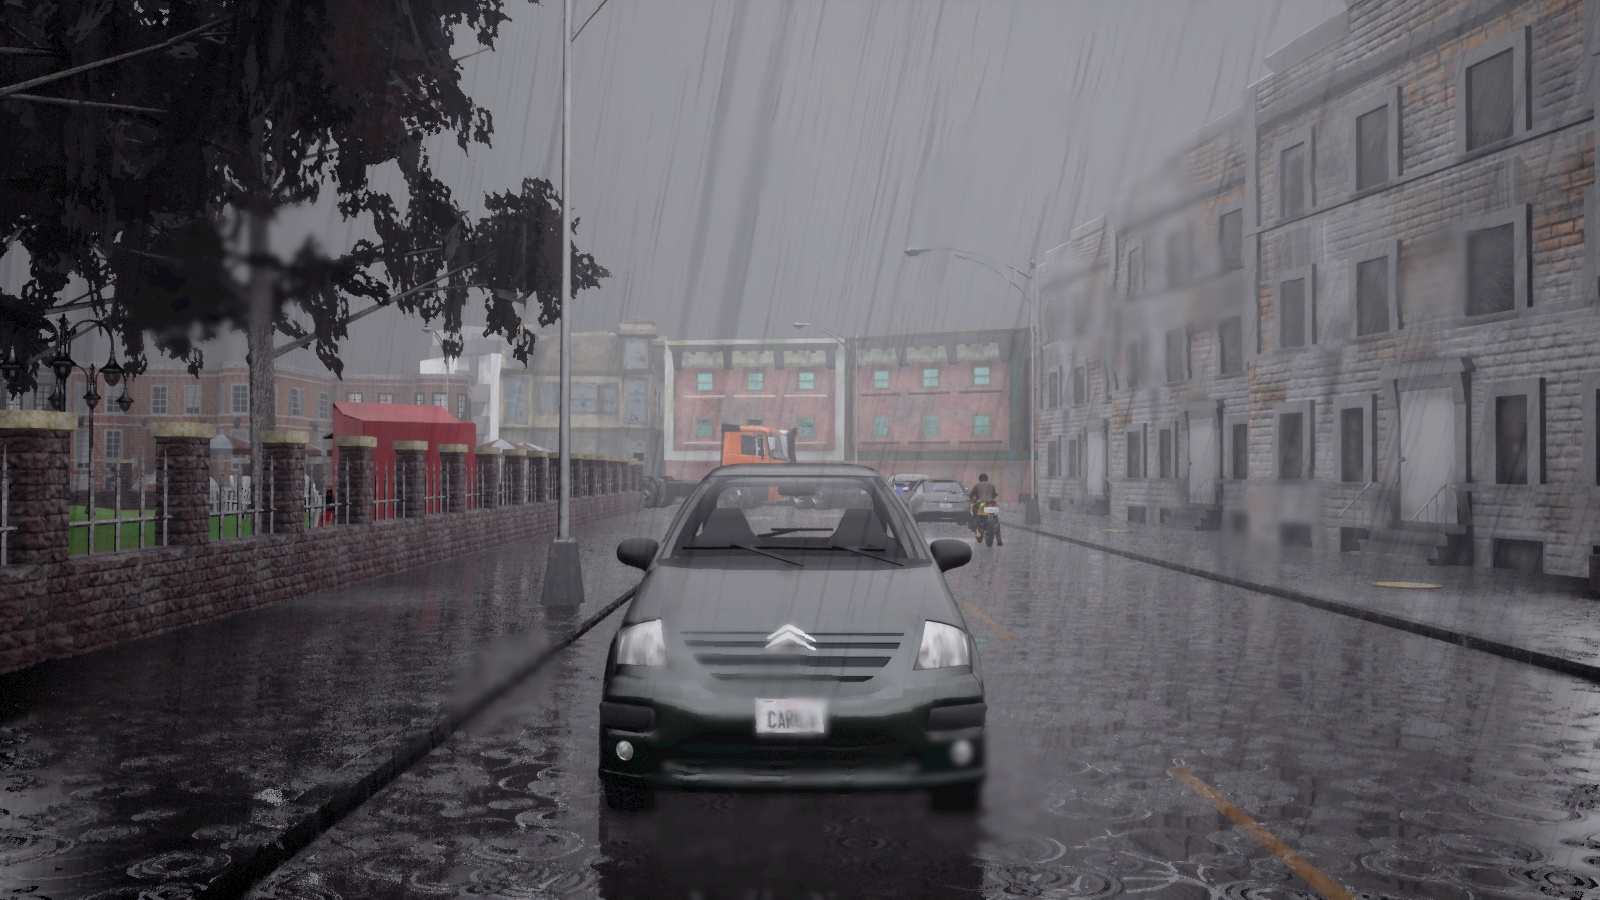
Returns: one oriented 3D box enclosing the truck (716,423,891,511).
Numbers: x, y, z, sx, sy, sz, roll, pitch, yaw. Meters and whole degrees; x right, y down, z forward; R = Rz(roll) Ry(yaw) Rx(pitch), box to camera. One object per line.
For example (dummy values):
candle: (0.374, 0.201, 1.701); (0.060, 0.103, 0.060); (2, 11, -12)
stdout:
truck: (0.008, 0.731, 53.571); (2.891, 3.462, 7.936); (-1, 0, -41)

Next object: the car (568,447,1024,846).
car: (-0.023, 0.832, 7.114); (1.851, 1.617, 3.988); (0, -1, 0)

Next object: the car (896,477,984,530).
car: (3.885, 1.458, 35.530); (1.994, 1.385, 4.181); (0, -1, -1)

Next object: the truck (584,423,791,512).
truck: (-4.529, 0.705, 51.236); (7.936, 3.462, 2.891); (0, -1, 10)

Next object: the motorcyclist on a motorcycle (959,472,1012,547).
motorcyclist on a motorcycle: (3.910, 1.226, 26.584); (0.797, 1.523, 2.044); (0, -1, 0)

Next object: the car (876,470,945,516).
car: (3.843, 1.489, 44.325); (2.007, 1.525, 4.514); (0, -1, -1)
